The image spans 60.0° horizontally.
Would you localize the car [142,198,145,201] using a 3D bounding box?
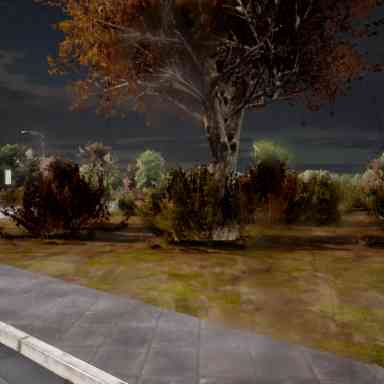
[{"bbox_3d":[-7.852,1.454,64.350,1.895,1.301,4.718,0,0,34],"label":"car"}]
